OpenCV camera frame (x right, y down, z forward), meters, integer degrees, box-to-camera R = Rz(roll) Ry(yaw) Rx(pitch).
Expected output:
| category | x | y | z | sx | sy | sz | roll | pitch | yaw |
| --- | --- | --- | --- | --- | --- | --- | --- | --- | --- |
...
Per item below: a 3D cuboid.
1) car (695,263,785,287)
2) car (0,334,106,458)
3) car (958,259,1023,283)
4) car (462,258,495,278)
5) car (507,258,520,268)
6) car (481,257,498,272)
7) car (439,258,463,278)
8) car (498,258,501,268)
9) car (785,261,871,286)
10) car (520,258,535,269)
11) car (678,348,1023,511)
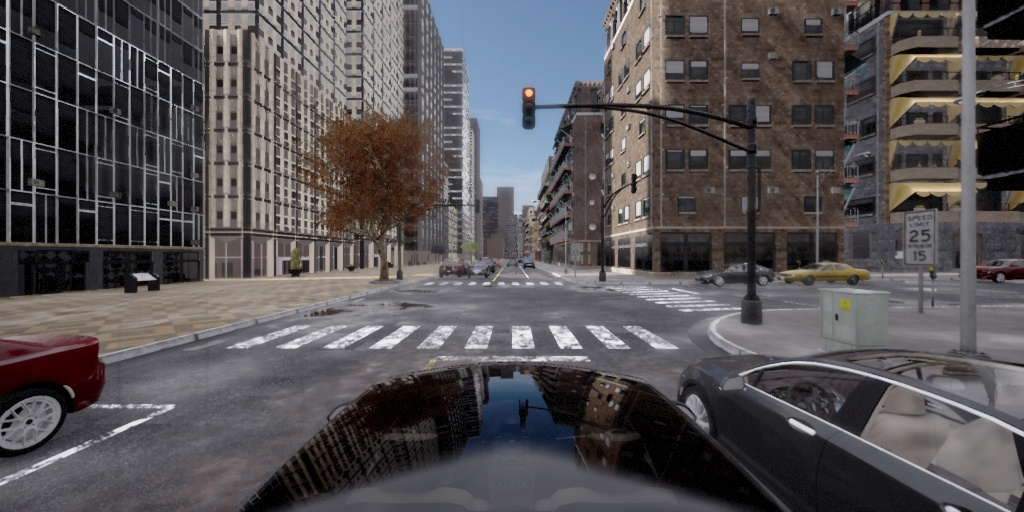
| category | x | y | z | sx | sy | sz | roll | pitch | yaw |
| --- | --- | --- | --- | --- | --- | --- | --- | --- | --- |
| car | 13.437 | 1.093 | 21.734 | 4.403 | 1.370 | 2.007 | 0 | 0 | -1 |
| car | -5.692 | 1.295 | 2.321 | 1.888 | 1.381 | 4.507 | 0 | 0 | 0 |
| car | 30.139 | 0.856 | 21.901 | 4.507 | 1.381 | 1.888 | 0 | 0 | -1 |
| car | -3.096 | 1.251 | 34.198 | 2.128 | 1.511 | 4.902 | 0 | 0 | 0 |
| car | 0.111 | 1.277 | 64.089 | 2.128 | 1.511 | 4.902 | 0 | 0 | 0 |
| car | -3.092 | 1.118 | 43.370 | 2.097 | 1.767 | 4.553 | 0 | 0 | 0 |
| car | -5.687 | 1.075 | 34.708 | 2.192 | 1.841 | 5.009 | 0 | 0 | 0 |
| car | -3.086 | 1.374 | 53.088 | 1.895 | 1.301 | 4.718 | 0 | 0 | 0 |
| car | 18.834 | 0.990 | 21.788 | 4.829 | 1.417 | 1.751 | 0 | 0 | -1 |
| car | 2.698 | 1.343 | 56.798 | 1.948 | 1.339 | 4.313 | 0 | 0 | 0 |
| car | 2.689 | 1.300 | 2.319 | 2.007 | 1.370 | 4.403 | 0 | 0 | 0 |
